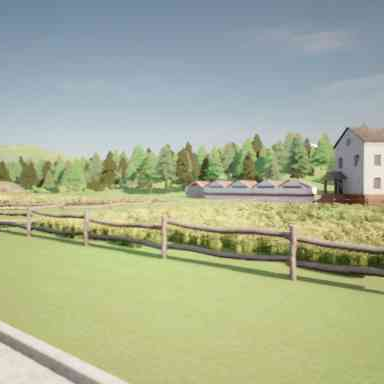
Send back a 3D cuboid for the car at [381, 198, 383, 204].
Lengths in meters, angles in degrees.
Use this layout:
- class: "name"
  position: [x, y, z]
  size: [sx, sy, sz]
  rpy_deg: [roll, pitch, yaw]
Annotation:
- class: "car"
  position: [28.583, 1.177, 45.673]
  size: [4.605, 1.855, 1.932]
  rpy_deg: [1, 0, 35]
